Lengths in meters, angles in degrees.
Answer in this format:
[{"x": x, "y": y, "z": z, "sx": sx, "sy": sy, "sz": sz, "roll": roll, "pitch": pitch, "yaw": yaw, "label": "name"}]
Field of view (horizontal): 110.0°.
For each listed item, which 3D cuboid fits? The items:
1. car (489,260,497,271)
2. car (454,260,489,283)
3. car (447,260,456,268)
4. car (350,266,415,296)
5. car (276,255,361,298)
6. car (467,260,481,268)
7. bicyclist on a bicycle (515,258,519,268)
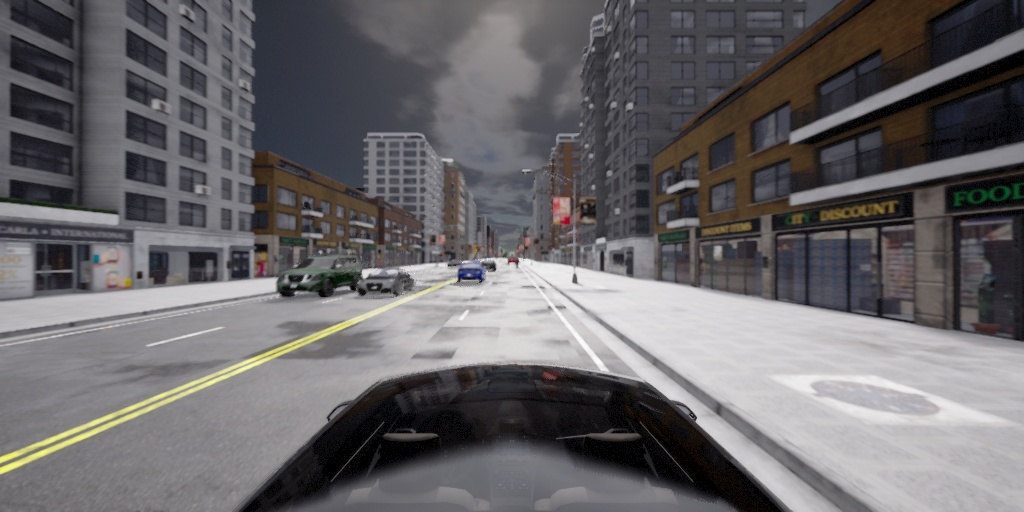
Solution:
[{"x": -3.140, "y": 1.269, "z": 49.613, "sx": 1.882, "sy": 1.535, "sz": 5.008, "roll": 0, "pitch": 0, "yaw": 0, "label": "car"}, {"x": -3.145, "y": 1.250, "z": 28.692, "sx": 1.882, "sy": 1.535, "sz": 5.008, "roll": 0, "pitch": 0, "yaw": 0, "label": "car"}, {"x": -9.765, "y": 1.402, "z": 60.797, "sx": 1.895, "sy": 1.301, "sz": 4.718, "roll": 0, "pitch": 0, "yaw": 1, "label": "car"}, {"x": -6.595, "y": 1.328, "z": 19.168, "sx": 1.994, "sy": 1.385, "sz": 4.181, "roll": 0, "pitch": 0, "yaw": 0, "label": "car"}, {"x": -9.846, "y": 0.982, "z": 18.954, "sx": 2.150, "sy": 2.045, "sz": 5.566, "roll": 0, "pitch": 0, "yaw": 0, "label": "car"}, {"x": -6.507, "y": 1.403, "z": 62.082, "sx": 1.895, "sy": 1.301, "sz": 4.718, "roll": 0, "pitch": 0, "yaw": 1, "label": "car"}, {"x": 0.905, "y": 1.169, "z": 57.490, "sx": 0.659, "sy": 1.776, "sz": 1.843, "roll": 0, "pitch": 0, "yaw": 0, "label": "bicyclist on a bicycle"}]
